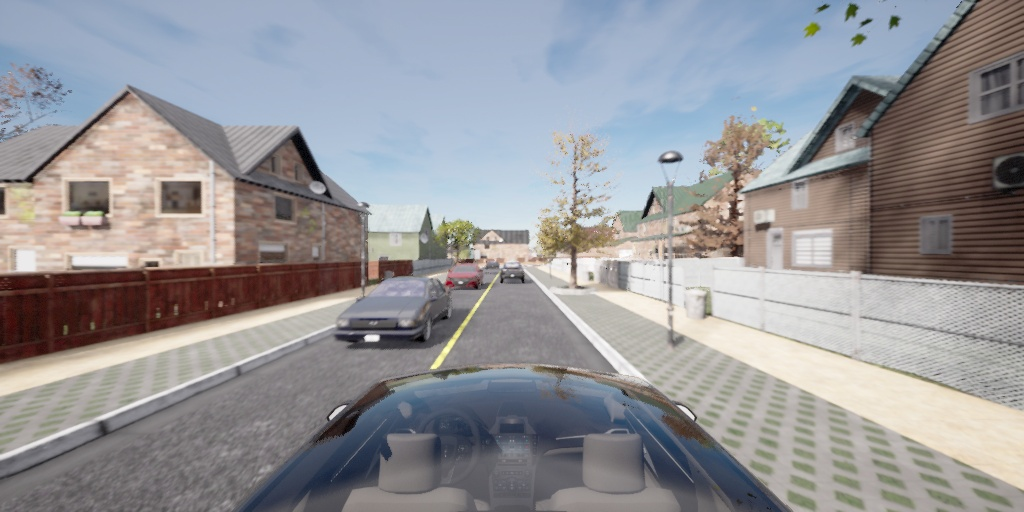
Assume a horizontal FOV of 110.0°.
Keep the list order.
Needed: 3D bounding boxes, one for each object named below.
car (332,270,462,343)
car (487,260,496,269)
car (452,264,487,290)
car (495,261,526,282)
[{"bbox_3d":[-2.865,1.295,9.987,2.033,1.411,5.357,0,0,0],"label":"car"},{"bbox_3d":[-2.926,1.363,55.515,1.994,1.385,4.181,0,0,0],"label":"car"},{"bbox_3d":[-2.860,1.220,22.553,1.882,1.535,5.008,0,0,0],"label":"car"},{"bbox_3d":[0.034,1.233,28.197,2.128,1.511,4.902,0,0,0],"label":"car"}]
